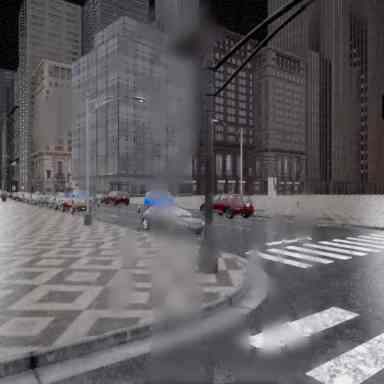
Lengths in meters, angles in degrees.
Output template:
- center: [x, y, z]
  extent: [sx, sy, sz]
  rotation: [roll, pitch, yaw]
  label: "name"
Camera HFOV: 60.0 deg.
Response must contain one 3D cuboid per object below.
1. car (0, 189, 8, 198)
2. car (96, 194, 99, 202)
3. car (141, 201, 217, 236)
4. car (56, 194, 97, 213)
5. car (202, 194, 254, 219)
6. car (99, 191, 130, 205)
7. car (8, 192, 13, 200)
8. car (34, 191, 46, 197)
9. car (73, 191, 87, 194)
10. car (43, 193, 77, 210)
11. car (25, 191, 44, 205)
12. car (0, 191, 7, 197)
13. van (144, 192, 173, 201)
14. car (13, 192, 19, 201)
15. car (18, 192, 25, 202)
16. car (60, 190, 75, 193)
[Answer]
- center: [-39.130, 0.611, 70.273]
  extent: [1.947, 1.339, 4.313]
  rotation: [1, 0, -36]
  label: "car"
- center: [-13.154, 0.934, 48.564]
  extent: [2.008, 1.369, 4.403]
  rotation: [1, 0, -36]
  label: "car"
- center: [-1.065, 1.367, 16.959]
  extent: [2.008, 1.369, 4.403]
  rotation: [1, 0, -36]
  label: "car"
- center: [-10.580, 1.139, 30.287]
  extent: [1.887, 1.381, 4.507]
  rotation: [1, 0, -36]
  label: "car"
- center: [2.712, 1.050, 26.345]
  extent: [2.192, 1.841, 5.009]
  rotation: [1, 0, -36]
  label: "car"
- center: [-9.978, 0.766, 44.119]
  extent: [2.192, 1.841, 5.009]
  rotation: [1, 0, -36]
  label: "car"
- center: [-29.613, 0.747, 56.945]
  extent: [1.887, 1.381, 4.507]
  rotation: [1, 0, -36]
  label: "car"
- center: [-38.534, 0.495, 84.109]
  extent: [1.887, 1.381, 4.507]
  rotation: [0, 0, -36]
  label: "car"
- center: [-16.199, 0.967, 48.388]
  extent: [1.895, 1.301, 4.718]
  rotation: [0, 1, -36]
  label: "car"
- center: [-13.752, 1.074, 34.729]
  extent: [2.008, 1.369, 4.403]
  rotation: [1, 0, -36]
  label: "car"
- center: [-20.097, 0.939, 43.616]
  extent: [2.008, 1.369, 4.403]
  rotation: [1, 0, -36]
  label: "car"
- center: [-45.374, 0.482, 79.020]
  extent: [1.752, 1.417, 4.829]
  rotation: [1, 0, -36]
  label: "car"
- center: [-3.633, 0.930, 35.232]
  extent: [1.690, 1.788, 3.998]
  rotation: [1, 0, -36]
  label: "van"
- center: [-26.440, 0.702, 52.502]
  extent: [1.967, 1.590, 4.097]
  rotation: [1, 0, -36]
  label: "car"
- center: [-23.269, 0.874, 48.059]
  extent: [2.008, 1.369, 4.403]
  rotation: [1, 0, -36]
  label: "car"
- center: [-21.923, 0.778, 56.405]
  extent: [1.812, 1.442, 4.674]
  rotation: [0, 1, -35]
  label: "car"
